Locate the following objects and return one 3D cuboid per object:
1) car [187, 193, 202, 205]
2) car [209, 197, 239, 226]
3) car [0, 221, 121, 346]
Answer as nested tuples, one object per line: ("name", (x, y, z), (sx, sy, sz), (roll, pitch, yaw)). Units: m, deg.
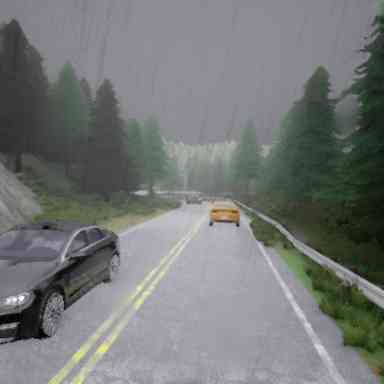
("car", (0.286, 0.991, 50.109), (2.097, 1.767, 4.553), (1, 0, -2))
("car", (2.196, 1.369, 22.627), (1.882, 1.535, 5.008), (2, 0, 5))
("car", (-2.826, 1.380, 6.512), (2.128, 1.511, 4.902), (2, 0, 5))
